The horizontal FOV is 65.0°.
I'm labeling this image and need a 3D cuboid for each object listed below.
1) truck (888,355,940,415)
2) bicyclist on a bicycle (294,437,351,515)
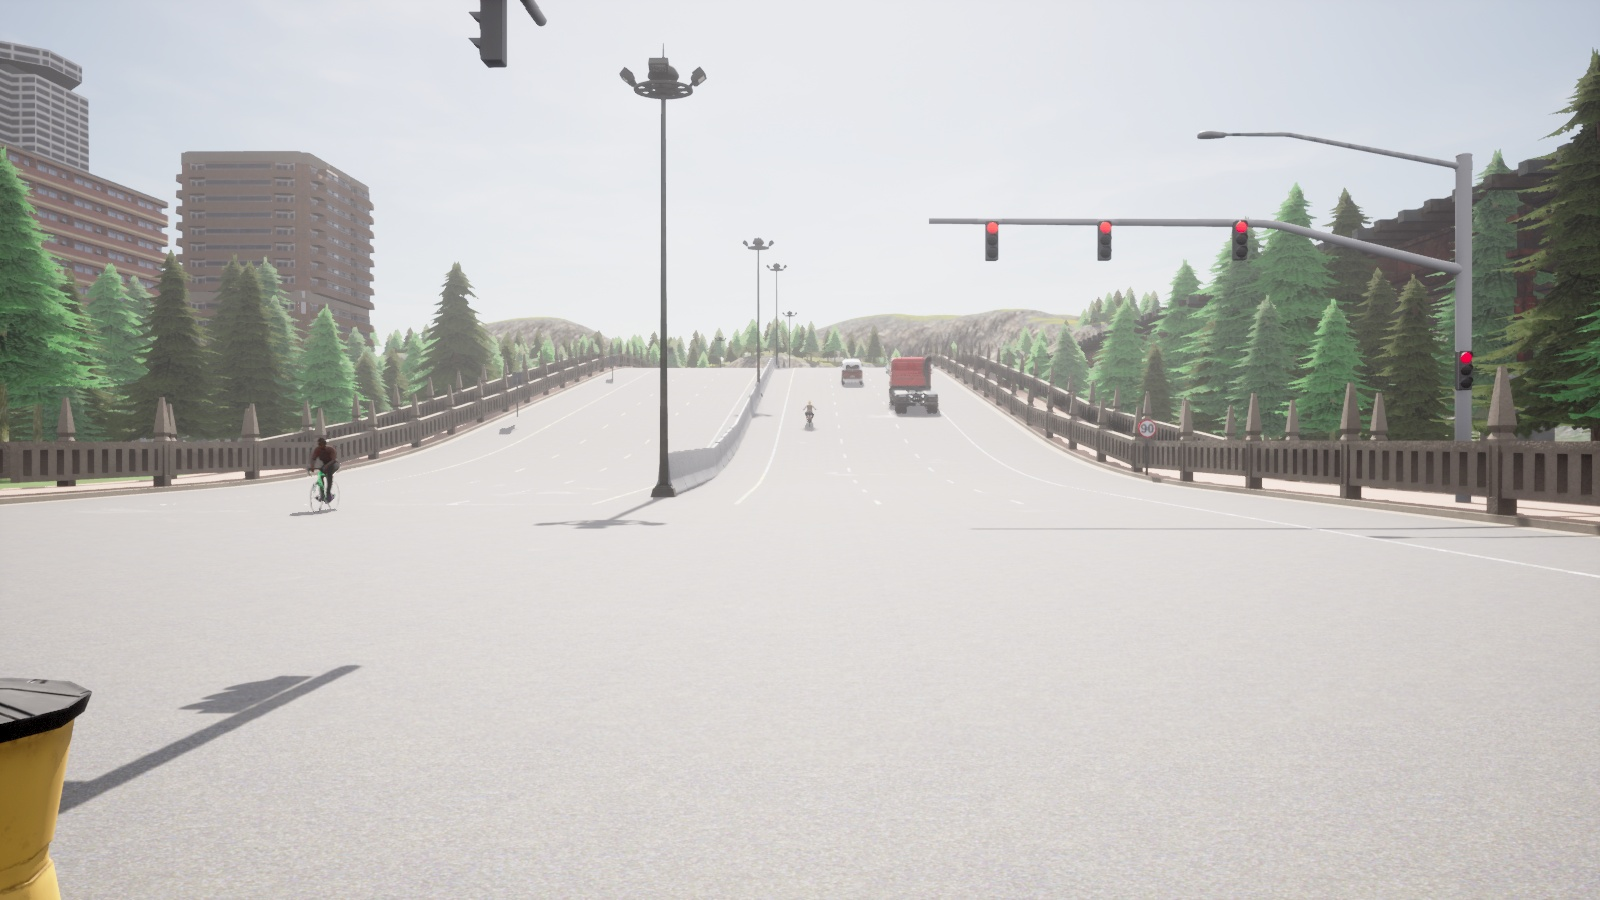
[{"bbox_3d":[7.704,-4.529,85.673,2.891,3.462,7.936,0,8,1],"label":"truck"},{"bbox_3d":[-10.328,0.537,27.218,0.582,1.620,1.656,0,1,0],"label":"bicyclist on a bicycle"}]
